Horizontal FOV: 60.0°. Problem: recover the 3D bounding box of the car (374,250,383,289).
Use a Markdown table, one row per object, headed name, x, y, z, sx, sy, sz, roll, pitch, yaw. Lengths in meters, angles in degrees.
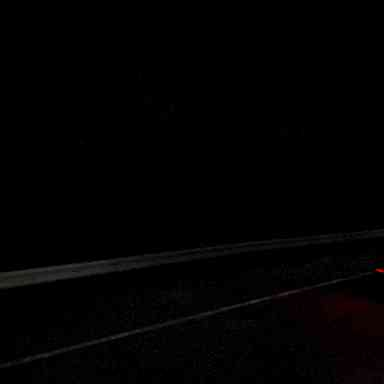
| name | x | y | z | sx | sy | sz | roll | pitch | yaw |
| --- | --- | --- | --- | --- | --- | --- | --- | --- | --- |
| car | 6.124 | 1.569 | 7.833 | 4.674 | 1.442 | 1.812 | 0 | 0 | -34 |
